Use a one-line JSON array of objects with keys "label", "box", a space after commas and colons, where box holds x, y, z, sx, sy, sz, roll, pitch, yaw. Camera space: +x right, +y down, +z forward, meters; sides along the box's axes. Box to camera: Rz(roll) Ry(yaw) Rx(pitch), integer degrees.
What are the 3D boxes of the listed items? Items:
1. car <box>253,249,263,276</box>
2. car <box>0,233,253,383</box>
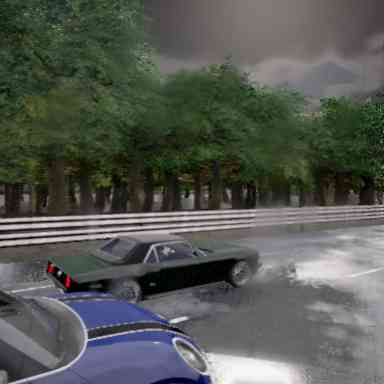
[{"label": "car", "box": [-0.604, 1.602, 7.556, 4.718, 1.301, 1.895, 0, 0, -35]}, {"label": "car", "box": [-1.981, 1.346, 2.288, 4.553, 1.767, 2.097, 0, 0, -36]}]
